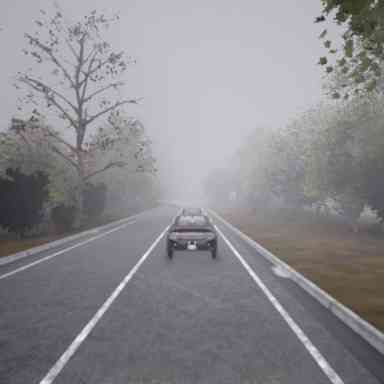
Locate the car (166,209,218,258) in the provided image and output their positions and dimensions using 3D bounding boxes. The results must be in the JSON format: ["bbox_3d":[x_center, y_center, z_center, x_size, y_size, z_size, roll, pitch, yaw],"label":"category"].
[{"bbox_3d":[0.016,1.661,13.553,2.128,1.511,4.902,0,-1,0],"label":"car"}]

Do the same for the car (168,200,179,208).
[{"bbox_3d":[-3.536,2.276,64.623,1.882,1.535,5.008,0,0,1],"label":"car"}]
